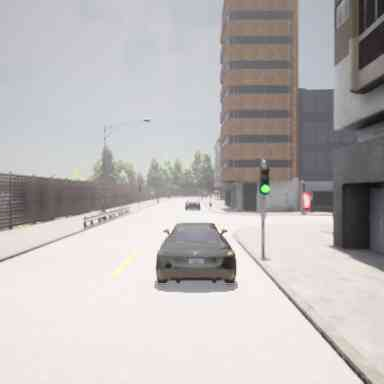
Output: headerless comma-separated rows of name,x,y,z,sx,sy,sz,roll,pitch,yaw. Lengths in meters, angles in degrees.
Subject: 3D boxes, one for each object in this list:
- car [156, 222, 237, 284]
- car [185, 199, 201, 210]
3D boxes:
car,0.099,1.543,9.539,1.994,1.385,4.181,0,0,0
car,0.100,1.511,41.928,1.895,1.301,4.718,0,0,0
